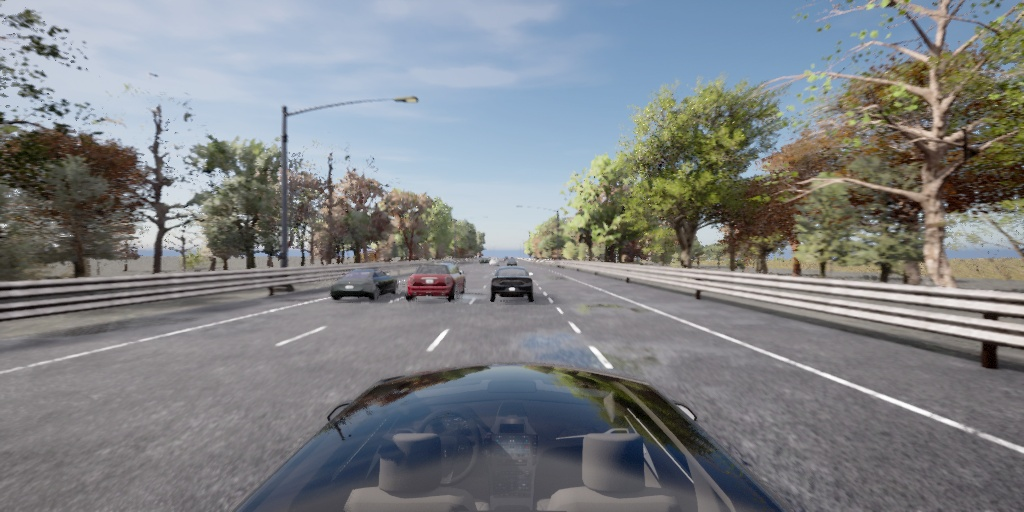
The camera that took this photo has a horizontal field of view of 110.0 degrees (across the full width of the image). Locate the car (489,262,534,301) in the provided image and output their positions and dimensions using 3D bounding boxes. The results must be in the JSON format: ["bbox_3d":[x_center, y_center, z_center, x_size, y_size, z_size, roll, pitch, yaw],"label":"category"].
[{"bbox_3d":[0.000,1.227,17.357,1.882,1.535,5.008,0,0,0],"label":"car"}]

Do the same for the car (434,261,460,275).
[{"bbox_3d":[-7.007,1.315,39.114,1.994,1.385,4.181,0,0,0],"label":"car"}]

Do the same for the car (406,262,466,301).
[{"bbox_3d":[-3.501,1.101,17.324,2.097,1.767,4.553,0,0,0],"label":"car"}]

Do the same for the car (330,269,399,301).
[{"bbox_3d":[-7.003,1.313,17.447,1.994,1.385,4.181,0,0,0],"label":"car"}]
